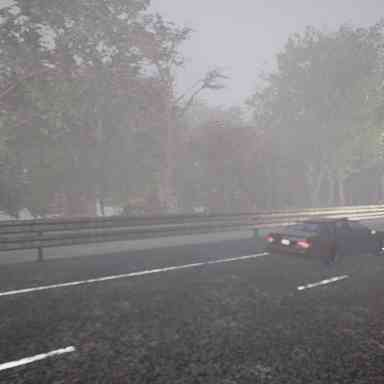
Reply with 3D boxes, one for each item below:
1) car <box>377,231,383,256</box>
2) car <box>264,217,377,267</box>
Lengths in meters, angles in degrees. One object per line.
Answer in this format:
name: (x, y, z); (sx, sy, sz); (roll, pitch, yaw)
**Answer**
car: (7.786, 1.283, 9.453); (5.566, 2.045, 2.150); (0, 0, -36)
car: (4.934, 1.603, 11.719); (5.357, 1.411, 2.033); (0, 0, -35)
